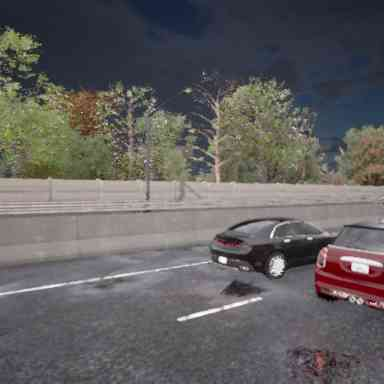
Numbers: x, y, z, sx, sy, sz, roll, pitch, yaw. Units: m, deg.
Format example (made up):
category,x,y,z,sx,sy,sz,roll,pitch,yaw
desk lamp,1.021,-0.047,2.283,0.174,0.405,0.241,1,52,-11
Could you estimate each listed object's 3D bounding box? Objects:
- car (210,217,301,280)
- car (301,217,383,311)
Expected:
category,x,y,z,sx,sy,sz,roll,pitch,yaw
car,2.771,1.514,10.020,4.892,1.490,1.837,0,0,-35
car,4.692,1.361,7.093,4.553,1.767,2.097,0,0,-35
